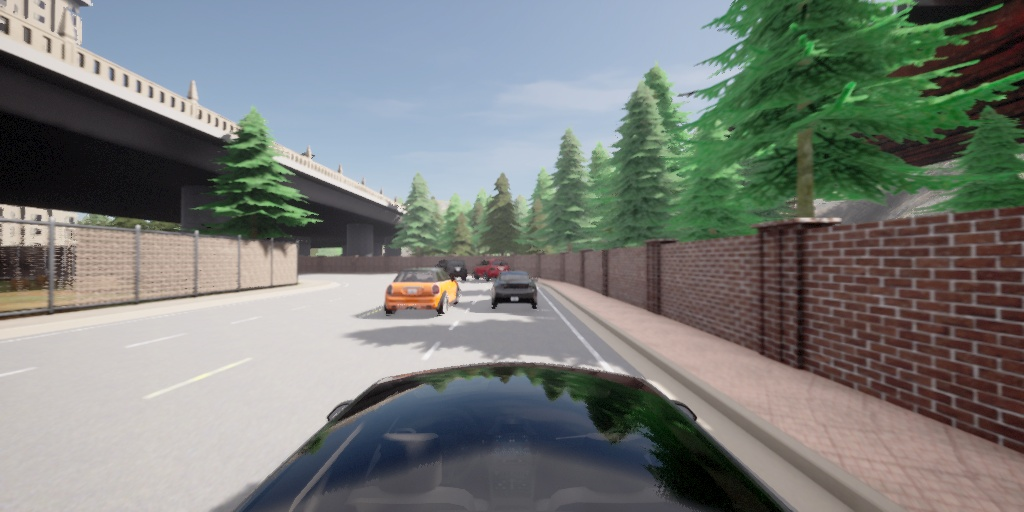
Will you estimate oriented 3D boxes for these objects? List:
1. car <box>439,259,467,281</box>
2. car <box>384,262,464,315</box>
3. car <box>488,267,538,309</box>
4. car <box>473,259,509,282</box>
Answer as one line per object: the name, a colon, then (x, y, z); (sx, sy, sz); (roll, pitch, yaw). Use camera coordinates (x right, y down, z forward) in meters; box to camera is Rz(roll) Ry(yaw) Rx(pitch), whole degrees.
car: (-6.053, 1.332, 34.179); (2.150, 2.045, 5.566); (1, -1, -28)
car: (-3.401, 1.242, 14.357); (2.097, 1.767, 4.553); (0, -1, 0)
car: (0.099, 1.412, 15.960); (1.837, 1.490, 4.892); (0, -1, 0)
car: (-2.005, 1.332, 34.241); (2.150, 2.045, 5.566); (1, -1, -23)
